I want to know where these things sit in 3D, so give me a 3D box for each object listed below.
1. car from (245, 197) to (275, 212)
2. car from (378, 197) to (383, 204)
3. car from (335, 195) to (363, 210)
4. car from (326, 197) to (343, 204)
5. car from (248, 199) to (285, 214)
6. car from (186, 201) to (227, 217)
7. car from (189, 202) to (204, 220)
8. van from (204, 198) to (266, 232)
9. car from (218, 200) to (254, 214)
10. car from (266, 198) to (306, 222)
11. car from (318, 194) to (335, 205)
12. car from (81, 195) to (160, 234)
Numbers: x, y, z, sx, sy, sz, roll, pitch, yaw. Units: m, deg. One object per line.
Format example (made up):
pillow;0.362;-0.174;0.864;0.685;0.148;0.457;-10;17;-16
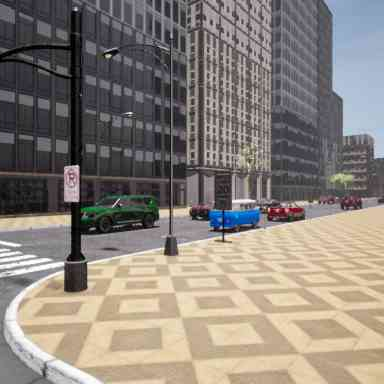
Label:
car;8.263;1.471;40.463;1.967;1.590;4.097;0;0;38
car;38.332;1.659;66.437;1.947;1.339;4.313;0;0;38
car;21.305;1.369;44.439;2.192;1.841;5.009;0;0;38
car;28.696;1.625;66.862;2.008;1.369;4.403;0;0;38
car;8.206;1.523;36.337;2.128;1.511;4.902;0;0;38
car;1.452;1.604;31.663;1.802;1.307;4.206;0;0;38
car;1.819;1.624;28.102;1.895;1.301;4.718;0;0;38
van;2.704;1.368;20.224;1.690;1.788;3.998;0;0;38
car;4.858;1.571;36.064;1.887;1.381;4.507;0;0;38
car;7.684;1.473;26.839;1.967;1.590;4.097;0;0;38
car;25.291;1.381;62.463;2.192;1.841;5.009;0;0;38
car;-4.399;1.238;20.035;2.150;2.045;5.566;0;0;39
